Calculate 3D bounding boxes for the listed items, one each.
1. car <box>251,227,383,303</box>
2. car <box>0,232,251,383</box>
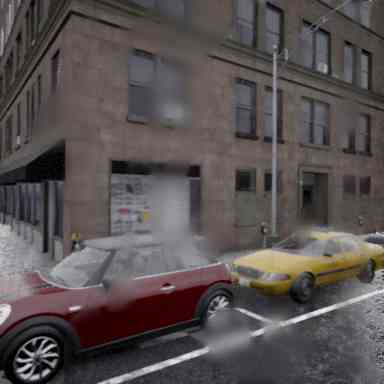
[{"bbox_3d":[3.066,1.596,8.373,4.829,1.417,1.752,1,0,-35],"label":"car"},{"bbox_3d":[-1.288,1.459,5.269,4.097,1.590,1.967,1,0,-35],"label":"car"}]
